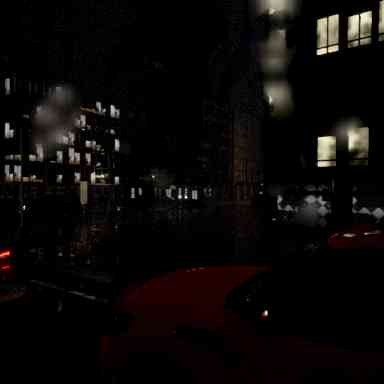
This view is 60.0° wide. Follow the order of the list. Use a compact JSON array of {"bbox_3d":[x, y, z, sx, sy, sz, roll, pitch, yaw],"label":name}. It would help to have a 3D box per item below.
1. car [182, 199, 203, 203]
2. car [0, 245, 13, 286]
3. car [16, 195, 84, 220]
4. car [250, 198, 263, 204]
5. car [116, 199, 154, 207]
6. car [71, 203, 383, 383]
[{"bbox_3d":[-0.155,1.676,45.448,1.812,1.442,4.674,1,0,36],"label":"car"},{"bbox_3d":[-6.128,1.522,8.041,4.674,1.442,1.812,0,0,35],"label":"car"},{"bbox_3d":[-12.245,1.280,29.174,2.150,2.045,5.566,1,0,39],"label":"car"},{"bbox_3d":[11.628,1.793,55.953,2.033,1.411,5.357,1,0,37],"label":"car"},{"bbox_3d":[-6.309,1.595,37.198,2.128,1.511,4.902,1,0,37],"label":"car"},{"bbox_3d":[1.773,1.222,2.421,5.566,2.045,2.150,0,0,35],"label":"car"}]
